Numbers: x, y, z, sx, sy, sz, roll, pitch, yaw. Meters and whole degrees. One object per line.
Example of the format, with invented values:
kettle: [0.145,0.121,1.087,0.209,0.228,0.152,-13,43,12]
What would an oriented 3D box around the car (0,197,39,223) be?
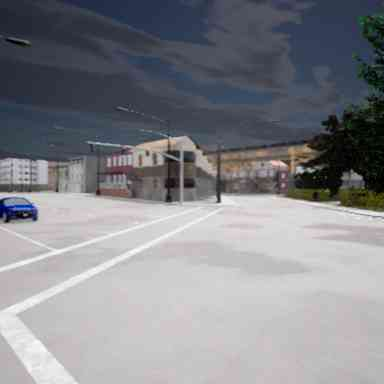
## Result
car: [-11.715,1.080,22.031,1.882,1.535,5.008,-1,2,-41]
